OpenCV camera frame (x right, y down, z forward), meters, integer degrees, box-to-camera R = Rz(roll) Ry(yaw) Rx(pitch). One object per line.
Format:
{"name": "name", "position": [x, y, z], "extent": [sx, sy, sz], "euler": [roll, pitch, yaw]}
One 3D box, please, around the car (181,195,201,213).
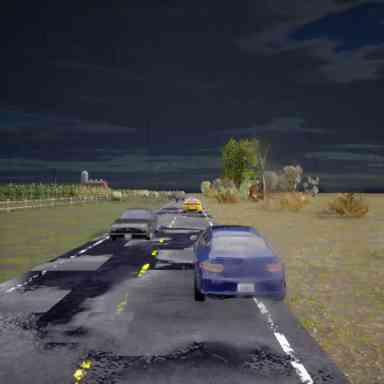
{"name": "car", "position": [0.026, 1.472, 37.064], "extent": [1.882, 1.535, 5.008], "euler": [0, 0, 0]}

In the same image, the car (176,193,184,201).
{"name": "car", "position": [-2.868, 1.229, 82.970], "extent": [2.150, 2.045, 5.566], "euler": [0, 0, 0]}

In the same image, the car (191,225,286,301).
{"name": "car", "position": [0.951, 1.525, 8.174], "extent": [1.812, 1.442, 4.674], "euler": [0, 0, 0]}

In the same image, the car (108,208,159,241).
{"name": "car", "position": [-2.774, 1.545, 17.072], "extent": [2.033, 1.411, 5.357], "euler": [0, 0, 0]}
